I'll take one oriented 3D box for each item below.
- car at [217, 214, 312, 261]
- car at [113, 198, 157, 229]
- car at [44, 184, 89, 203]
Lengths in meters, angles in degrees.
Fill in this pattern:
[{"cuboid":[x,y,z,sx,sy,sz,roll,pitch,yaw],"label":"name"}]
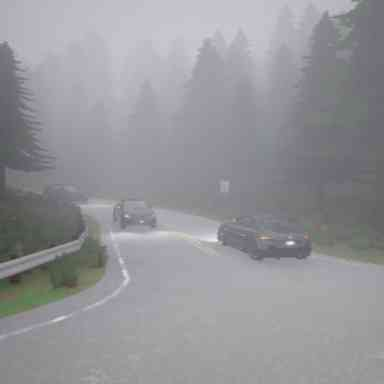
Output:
[{"cuboid":[2.468,1.507,12.239,1.994,1.385,4.181,1,1,-17],"label":"car"},{"cuboid":[-3.315,1.094,18.816,1.812,1.442,4.674,1,3,-21],"label":"car"},{"cuboid":[-11.009,0.071,28.911,4.674,1.442,1.812,7,3,32],"label":"car"}]
